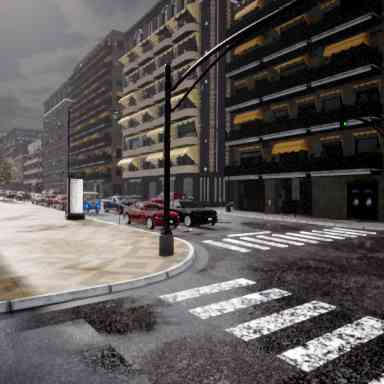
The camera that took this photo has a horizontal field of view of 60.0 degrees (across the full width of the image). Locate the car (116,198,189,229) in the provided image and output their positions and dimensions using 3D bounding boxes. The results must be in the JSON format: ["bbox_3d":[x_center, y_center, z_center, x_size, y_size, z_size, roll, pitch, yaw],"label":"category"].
[{"bbox_3d":[-2.401,1.261,19.085,1.887,1.381,4.507,2,0,-36],"label":"car"}]

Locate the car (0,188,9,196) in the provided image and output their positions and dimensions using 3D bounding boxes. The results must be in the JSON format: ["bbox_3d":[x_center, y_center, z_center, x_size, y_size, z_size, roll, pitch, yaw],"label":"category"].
[{"bbox_3d":[-42.413,-0.022,73.913,2.192,1.841,5.009,2,0,-36],"label":"car"}]

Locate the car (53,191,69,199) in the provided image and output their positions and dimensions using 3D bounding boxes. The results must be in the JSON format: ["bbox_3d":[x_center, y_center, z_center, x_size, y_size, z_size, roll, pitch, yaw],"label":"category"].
[{"bbox_3d":[-25.751,0.529,65.291,1.752,1.417,4.829,2,0,-36],"label":"car"}]

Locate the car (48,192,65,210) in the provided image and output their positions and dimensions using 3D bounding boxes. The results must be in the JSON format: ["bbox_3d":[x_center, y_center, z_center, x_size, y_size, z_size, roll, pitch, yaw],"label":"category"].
[{"bbox_3d":[-12.405,0.997,32.793,1.887,1.381,4.507,2,0,-36],"label":"car"}]

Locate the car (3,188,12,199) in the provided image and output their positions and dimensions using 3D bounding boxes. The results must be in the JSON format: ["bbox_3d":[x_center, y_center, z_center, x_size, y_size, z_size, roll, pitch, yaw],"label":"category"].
[{"bbox_3d":[-32.415,0.470,60.206,1.887,1.381,4.507,2,0,-36],"label":"car"}]

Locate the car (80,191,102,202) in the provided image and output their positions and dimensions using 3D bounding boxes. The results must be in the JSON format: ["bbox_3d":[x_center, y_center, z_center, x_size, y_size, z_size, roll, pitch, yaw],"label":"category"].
[{"bbox_3d":[-15.643,0.710,51.446,1.967,1.590,4.097,2,0,-36],"label":"car"}]

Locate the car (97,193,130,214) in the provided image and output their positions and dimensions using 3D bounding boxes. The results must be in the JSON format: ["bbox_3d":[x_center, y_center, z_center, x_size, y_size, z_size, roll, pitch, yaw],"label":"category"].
[{"bbox_3d":[-5.997,1.083,28.388,2.128,1.511,4.902,1,0,-36],"label":"car"}]

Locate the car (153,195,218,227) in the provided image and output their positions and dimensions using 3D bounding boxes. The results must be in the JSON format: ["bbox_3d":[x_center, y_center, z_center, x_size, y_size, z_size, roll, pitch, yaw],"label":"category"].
[{"bbox_3d":[-0.412,1.216,20.728,1.882,1.535,5.008,1,0,-35],"label":"car"}]

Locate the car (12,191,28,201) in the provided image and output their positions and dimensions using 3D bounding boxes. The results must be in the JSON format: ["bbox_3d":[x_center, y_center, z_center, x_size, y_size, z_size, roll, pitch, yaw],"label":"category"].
[{"bbox_3d":[-25.742,0.541,51.068,1.967,1.590,4.097,2,0,-36],"label":"car"}]

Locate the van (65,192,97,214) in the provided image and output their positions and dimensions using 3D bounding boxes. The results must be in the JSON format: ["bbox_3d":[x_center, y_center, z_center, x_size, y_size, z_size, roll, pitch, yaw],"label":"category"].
[{"bbox_3d":[-9.064,0.881,28.223,1.690,1.788,3.998,2,0,-36],"label":"van"}]

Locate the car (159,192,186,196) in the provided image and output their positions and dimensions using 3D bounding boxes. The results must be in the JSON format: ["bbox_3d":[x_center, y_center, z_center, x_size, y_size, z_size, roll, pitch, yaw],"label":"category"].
[{"bbox_3d":[-2.300,0.936,33.170,2.192,1.841,5.009,2,0,-36],"label":"car"}]

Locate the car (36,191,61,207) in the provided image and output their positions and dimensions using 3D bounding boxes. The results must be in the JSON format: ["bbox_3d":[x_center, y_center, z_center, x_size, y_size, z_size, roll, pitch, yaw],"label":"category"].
[{"bbox_3d":[-15.740,0.909,37.361,1.887,1.381,4.507,2,0,-36],"label":"car"}]

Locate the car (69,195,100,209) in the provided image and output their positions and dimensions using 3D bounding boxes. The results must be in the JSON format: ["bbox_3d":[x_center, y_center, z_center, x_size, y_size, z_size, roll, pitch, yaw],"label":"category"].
[{"bbox_3d":[-11.819,1.039,36.374,1.895,1.301,4.718,1,0,-36],"label":"car"}]

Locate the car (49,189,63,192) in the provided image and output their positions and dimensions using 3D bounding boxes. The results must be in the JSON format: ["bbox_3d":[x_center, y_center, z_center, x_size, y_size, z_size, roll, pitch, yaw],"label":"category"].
[{"bbox_3d":[-18.221,0.620,45.229,2.097,1.767,4.553,1,0,-35],"label":"car"}]

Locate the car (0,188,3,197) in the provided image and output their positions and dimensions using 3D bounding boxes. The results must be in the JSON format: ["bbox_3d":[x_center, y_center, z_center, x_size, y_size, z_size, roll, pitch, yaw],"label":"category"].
[{"bbox_3d":[-39.085,0.301,69.344,2.008,1.369,4.403,2,0,-36],"label":"car"}]

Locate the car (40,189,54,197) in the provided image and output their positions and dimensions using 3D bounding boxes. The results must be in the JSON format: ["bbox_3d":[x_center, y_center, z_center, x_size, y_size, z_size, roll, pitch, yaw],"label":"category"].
[{"bbox_3d":[-32.318,0.271,74.291,1.967,1.590,4.097,2,0,-36],"label":"car"}]

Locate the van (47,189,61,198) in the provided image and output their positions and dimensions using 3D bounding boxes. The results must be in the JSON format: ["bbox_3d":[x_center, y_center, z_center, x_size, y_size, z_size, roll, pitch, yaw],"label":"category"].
[{"bbox_3d":[-28.980,0.260,69.722,1.690,1.788,3.998,2,0,-36],"label":"van"}]

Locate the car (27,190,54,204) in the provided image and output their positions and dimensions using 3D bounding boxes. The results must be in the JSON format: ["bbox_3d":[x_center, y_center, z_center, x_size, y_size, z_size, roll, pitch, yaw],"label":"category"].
[{"bbox_3d":[-18.975,0.805,41.793,1.752,1.417,4.829,2,0,-36],"label":"car"}]
